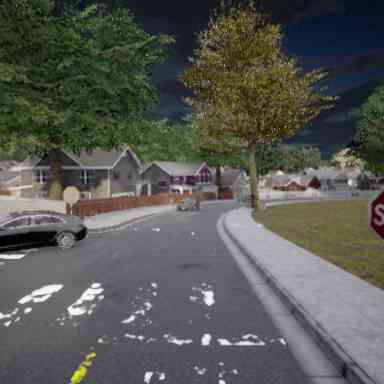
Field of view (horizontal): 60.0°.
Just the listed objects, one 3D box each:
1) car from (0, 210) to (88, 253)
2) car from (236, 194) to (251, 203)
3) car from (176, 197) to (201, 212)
[{"bbox_3d":[-6.450,1.508,12.549,4.902,1.511,2.128,-2,5,-37],"label":"car"},{"bbox_3d":[9.511,1.162,59.204,1.837,1.490,4.892,1,1,32],"label":"car"},{"bbox_3d":[-0.284,1.367,35.571,1.837,1.490,4.892,0,1,14],"label":"car"}]
